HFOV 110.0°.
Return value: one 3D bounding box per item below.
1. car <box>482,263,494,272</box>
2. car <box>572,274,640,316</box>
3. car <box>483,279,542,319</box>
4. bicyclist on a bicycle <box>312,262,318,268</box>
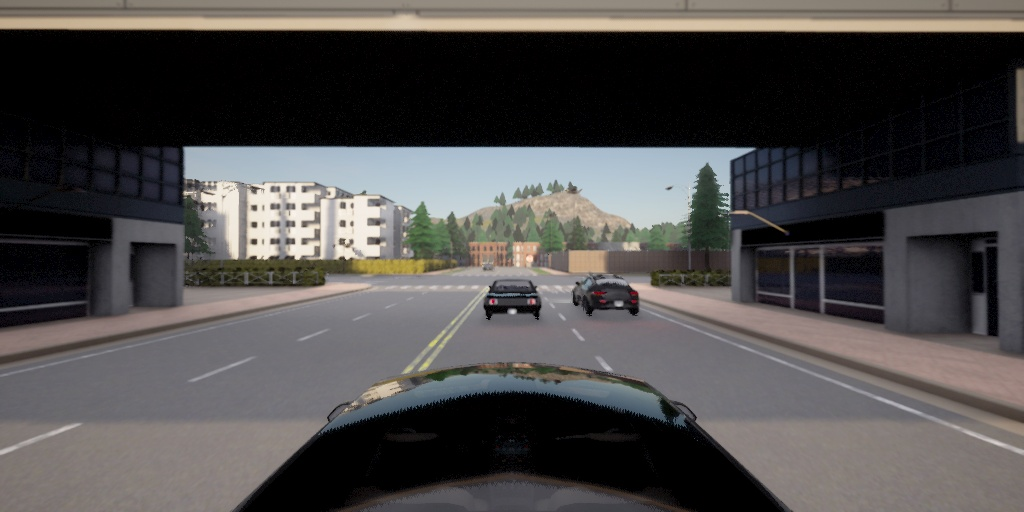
[{"bbox_3d":[-4.182,1.983,63.351,1.837,1.490,4.892,0,-1,1],"label":"car"},{"bbox_3d":[3.550,1.425,14.087,1.812,1.442,4.674,0,-1,1],"label":"car"},{"bbox_3d":[0.037,1.494,13.495,1.895,1.301,4.718,0,-1,1],"label":"car"},{"bbox_3d":[-25.276,1.585,45.909,0.582,1.620,1.656,0,0,0],"label":"bicyclist on a bicycle"}]
